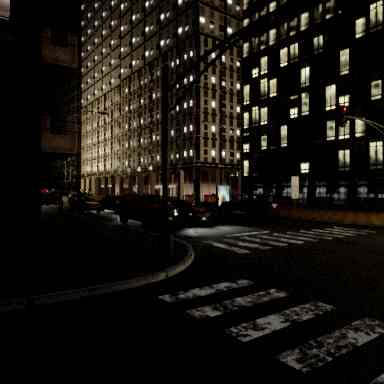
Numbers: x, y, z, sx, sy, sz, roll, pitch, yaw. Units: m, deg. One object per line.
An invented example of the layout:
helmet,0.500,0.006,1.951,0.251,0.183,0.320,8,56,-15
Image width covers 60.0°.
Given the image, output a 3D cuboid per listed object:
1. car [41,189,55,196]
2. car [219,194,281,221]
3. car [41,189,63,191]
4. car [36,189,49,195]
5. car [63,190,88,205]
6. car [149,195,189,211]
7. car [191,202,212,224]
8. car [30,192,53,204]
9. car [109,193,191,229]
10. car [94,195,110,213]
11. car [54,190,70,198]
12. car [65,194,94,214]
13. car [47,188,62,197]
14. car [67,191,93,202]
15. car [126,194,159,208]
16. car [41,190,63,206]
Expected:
car,-31.808,0.096,73.597,1.887,1.381,4.507,1,0,-36
car,4.140,1.027,24.287,2.192,1.841,5.009,1,0,-36
car,-25.554,0.382,60.590,1.994,1.385,4.181,0,1,-36
car,-35.076,-0.011,78.080,1.887,1.381,4.507,1,0,-36
car,-12.340,0.813,37.053,2.128,1.511,4.902,0,1,-36
car,-2.402,1.070,33.253,1.947,1.339,4.313,1,0,-36
car,-0.671,1.220,21.026,1.812,1.442,4.674,0,1,-36
car,-18.936,0.752,41.710,1.802,1.307,4.206,2,0,-36
car,-2.595,1.008,19.302,2.192,1.841,5.009,2,0,-36
car,-6.449,0.988,28.954,1.882,1.535,5.008,0,1,-36
car,-25.274,0.309,64.632,1.887,1.381,4.507,1,0,-36
car,-9.136,1.067,28.266,1.802,1.307,4.206,2,0,-36
car,-28.538,0.099,69.114,1.967,1.590,4.097,1,0,-36
car,-16.136,0.614,47.675,2.128,1.511,4.902,0,1,-36
car,-5.669,0.965,37.736,1.947,1.339,4.313,1,0,-36
car,-15.669,0.827,37.229,2.008,1.369,4.403,2,0,-36
